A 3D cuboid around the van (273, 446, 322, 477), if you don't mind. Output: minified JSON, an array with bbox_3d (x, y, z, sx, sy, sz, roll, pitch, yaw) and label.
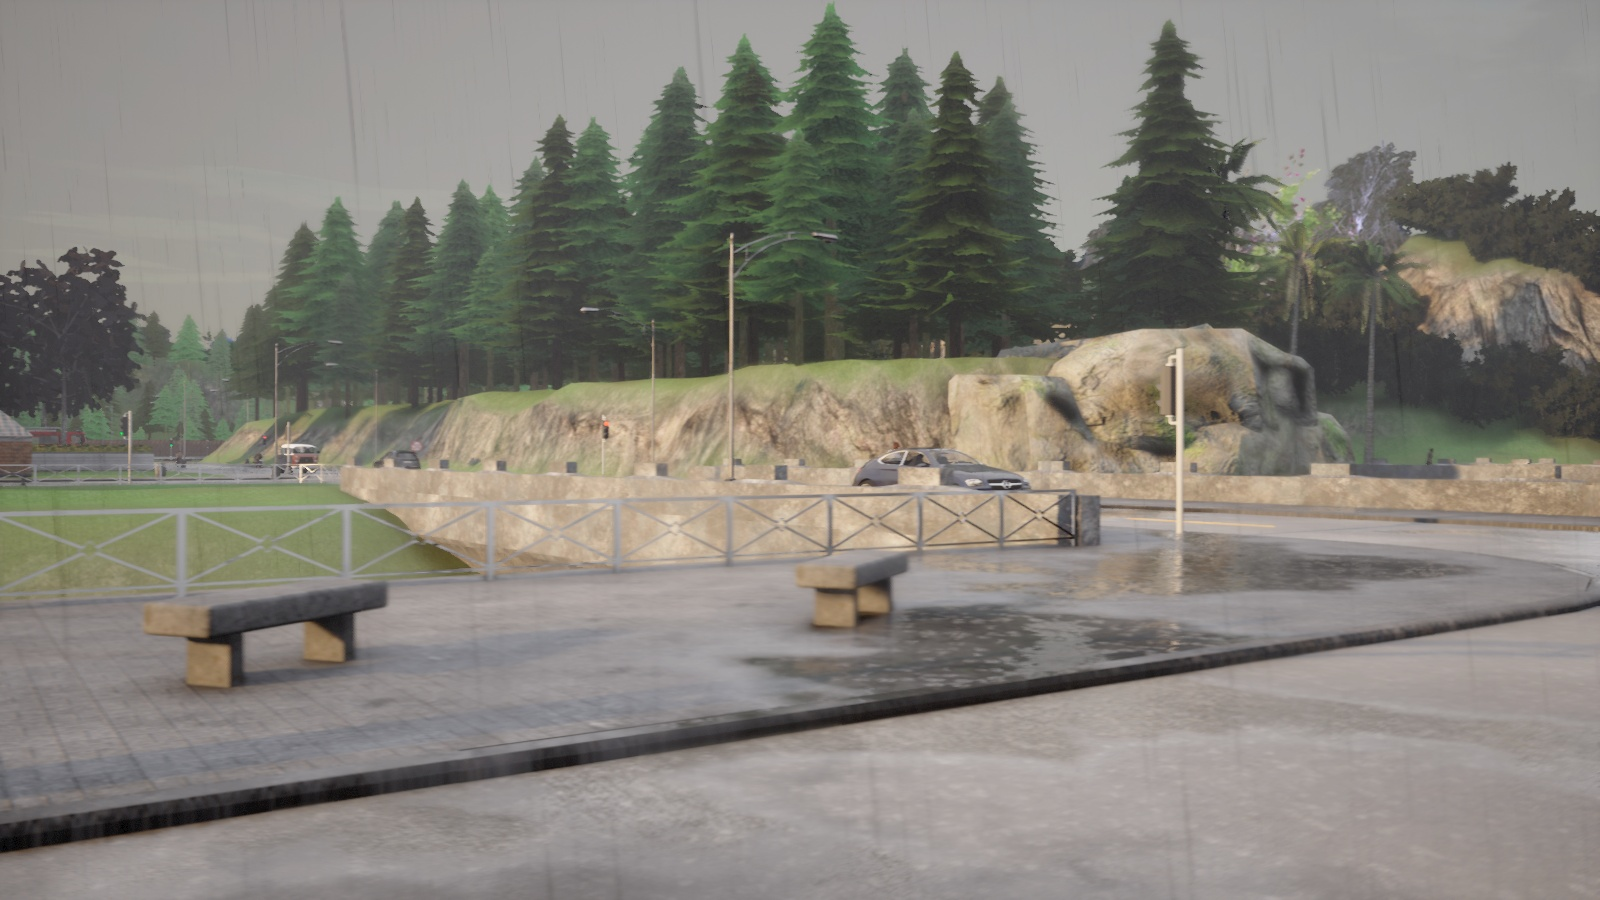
[{"bbox_3d":[-33.823,0.747,84.496,2.069,2.038,4.480,0,0,-35],"label":"van"}]

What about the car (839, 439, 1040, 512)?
[{"bbox_3d":[3.338,0.593,31.065,2.152,1.651,5.027,0,0,-35],"label":"car"}]

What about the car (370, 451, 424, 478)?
[{"bbox_3d":[-25.597,0.924,79.681,2.033,1.649,4.856,0,0,-33],"label":"car"}]
